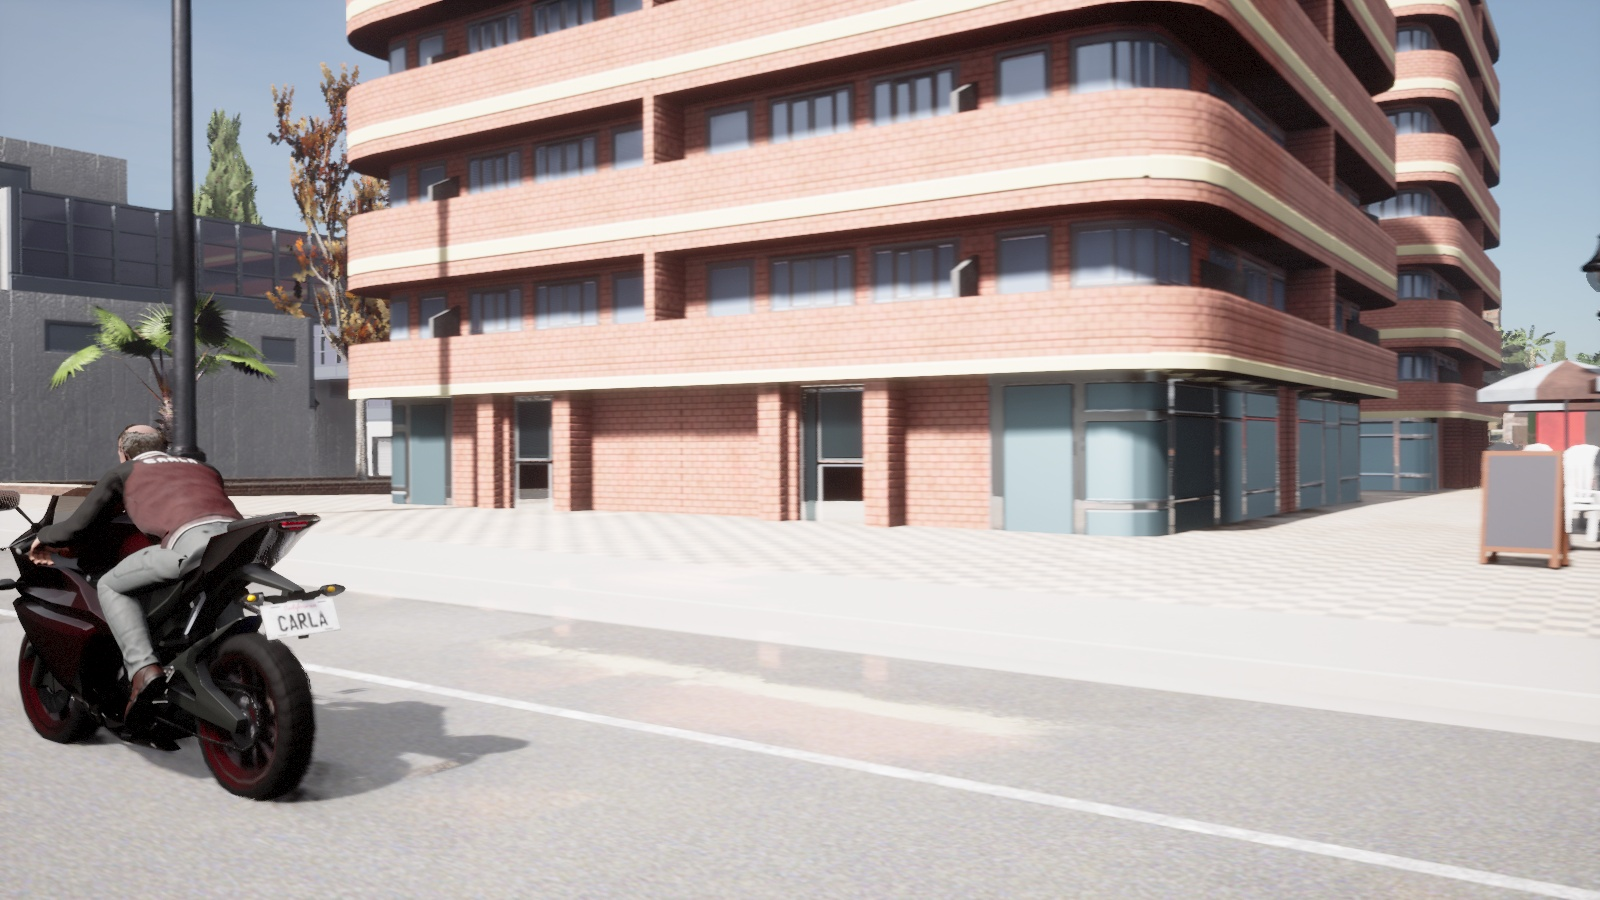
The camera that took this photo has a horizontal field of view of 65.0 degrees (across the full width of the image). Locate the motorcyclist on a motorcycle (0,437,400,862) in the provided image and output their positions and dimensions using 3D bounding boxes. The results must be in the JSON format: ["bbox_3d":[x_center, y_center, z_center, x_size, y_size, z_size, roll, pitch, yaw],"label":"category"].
[{"bbox_3d":[-2.835,0.718,5.506,2.191,1.530,0.866,0,1,34],"label":"motorcyclist on a motorcycle"}]
